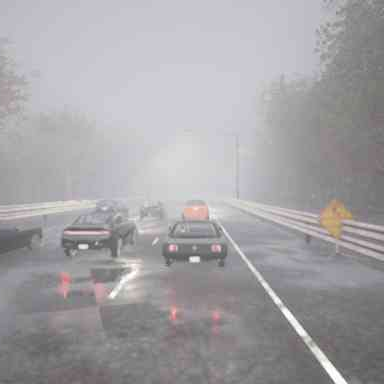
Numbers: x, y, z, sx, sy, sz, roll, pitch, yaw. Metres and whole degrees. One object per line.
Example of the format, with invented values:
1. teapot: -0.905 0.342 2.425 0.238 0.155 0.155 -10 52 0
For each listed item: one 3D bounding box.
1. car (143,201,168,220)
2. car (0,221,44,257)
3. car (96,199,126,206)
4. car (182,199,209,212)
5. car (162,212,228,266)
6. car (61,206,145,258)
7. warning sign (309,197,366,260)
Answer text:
1. car: -3.171 1.507 27.983 2.128 1.511 4.902 0 0 1
2. car: -6.915 1.612 11.227 1.895 1.301 4.718 0 0 1
3. car: -6.677 1.366 27.760 2.097 1.767 4.553 0 0 1
4. car: 0.323 1.364 27.673 2.097 1.767 4.553 0 0 1
5. car: 0.118 1.609 11.562 1.895 1.301 4.718 0 0 1
6. car: -3.365 1.501 12.833 2.128 1.511 4.902 0 0 1
7. warning sign: 4.569 1.124 10.558 1.300 1.860 1.060 -1 -1 0
